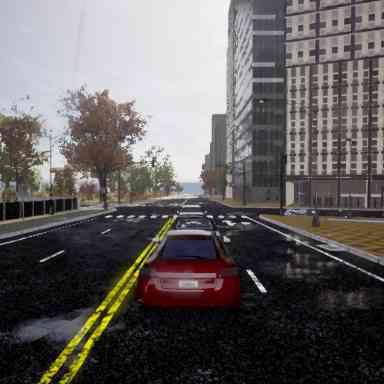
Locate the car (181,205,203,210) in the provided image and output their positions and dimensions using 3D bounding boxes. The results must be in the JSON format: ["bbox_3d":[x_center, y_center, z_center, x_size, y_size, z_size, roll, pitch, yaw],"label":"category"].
[{"bbox_3d":[-0.005,1.544,21.255,2.033,1.411,5.357,0,0,0],"label":"car"}]

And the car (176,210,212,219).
[{"bbox_3d":[0.076,1.597,13.015,1.895,1.301,4.718,0,0,0],"label":"car"}]

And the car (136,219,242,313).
[{"bbox_3d":[-0.022,1.561,7.767,1.994,1.385,4.181,0,0,1],"label":"car"}]
